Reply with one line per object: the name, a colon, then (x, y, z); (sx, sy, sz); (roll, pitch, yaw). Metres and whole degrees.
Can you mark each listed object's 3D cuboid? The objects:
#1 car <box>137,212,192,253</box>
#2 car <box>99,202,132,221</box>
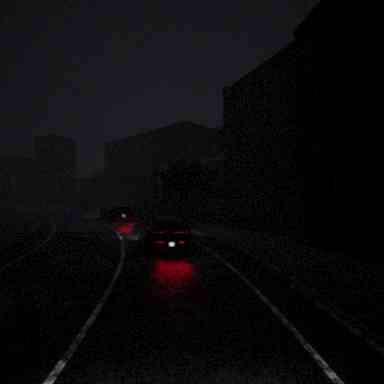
car: (-1.261, 1.664, 14.617); (1.837, 1.490, 4.892); (1, 0, -12)
car: (-6.696, 1.644, 29.077); (1.837, 1.490, 4.892); (3, 0, -29)
